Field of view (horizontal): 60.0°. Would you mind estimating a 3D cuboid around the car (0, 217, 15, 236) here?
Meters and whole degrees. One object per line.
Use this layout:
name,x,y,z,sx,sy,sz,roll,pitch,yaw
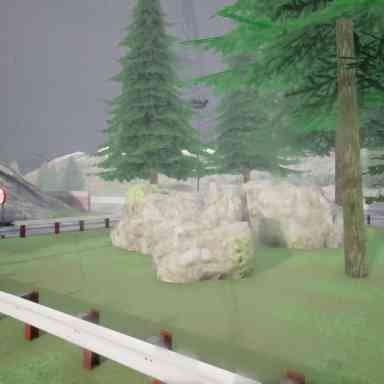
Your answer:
car,-10.866,1.358,15.504,5.357,1.411,2.033,0,0,19
